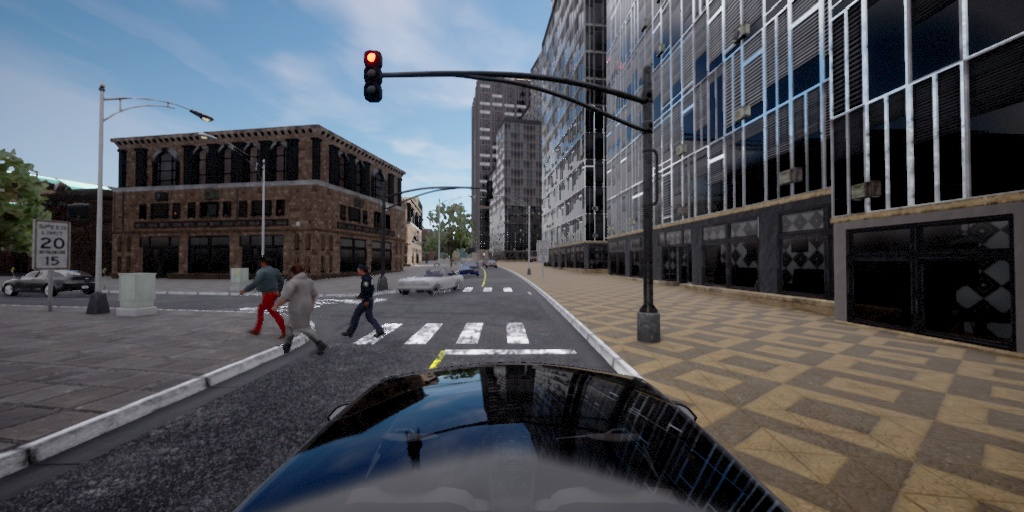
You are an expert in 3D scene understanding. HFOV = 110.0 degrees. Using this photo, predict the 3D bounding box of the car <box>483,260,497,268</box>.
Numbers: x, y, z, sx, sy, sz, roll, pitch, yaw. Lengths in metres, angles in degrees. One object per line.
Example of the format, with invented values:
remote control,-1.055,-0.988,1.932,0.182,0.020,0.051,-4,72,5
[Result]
car,-3.426,1.279,58.442,2.033,1.411,5.357,0,0,-7

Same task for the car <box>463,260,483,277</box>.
car,-4.163,1.286,35.707,2.033,1.411,5.357,0,0,-4

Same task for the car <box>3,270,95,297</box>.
car,-24.186,1.378,18.848,4.403,1.370,2.007,0,0,9

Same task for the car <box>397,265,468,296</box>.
car,-4.270,1.352,19.461,1.895,1.301,4.718,-1,0,13

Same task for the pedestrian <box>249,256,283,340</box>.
pedestrian,-5.417,0.887,7.926,0.375,1.860,0.375,1,-1,-1

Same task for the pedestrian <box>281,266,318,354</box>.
pedestrian,-4.310,1.043,7.288,0.375,1.860,0.375,1,-1,-1

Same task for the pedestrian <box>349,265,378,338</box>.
pedestrian,-3.590,1.042,8.682,0.375,1.860,0.375,1,-1,-1
